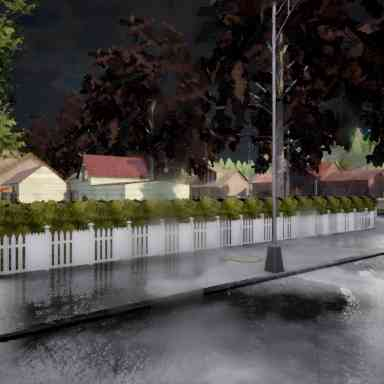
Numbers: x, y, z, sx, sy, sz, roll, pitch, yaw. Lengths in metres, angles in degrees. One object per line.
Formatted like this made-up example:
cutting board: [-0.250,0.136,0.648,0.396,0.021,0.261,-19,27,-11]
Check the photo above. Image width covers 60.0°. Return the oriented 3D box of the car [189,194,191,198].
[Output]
car: [-2.191,1.221,57.456,2.150,2.045,5.566,0,0,-35]
